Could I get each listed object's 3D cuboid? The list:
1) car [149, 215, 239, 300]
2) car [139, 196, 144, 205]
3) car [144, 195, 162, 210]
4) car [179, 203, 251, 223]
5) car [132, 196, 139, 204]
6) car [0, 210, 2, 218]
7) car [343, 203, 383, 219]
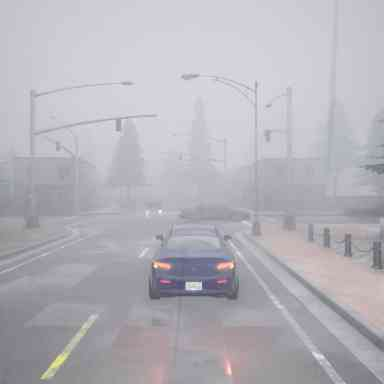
[{"bbox_3d":[0.042,1.526,8.280,1.812,1.442,4.674,0,0,0],"label":"car"},{"bbox_3d":[-6.675,1.318,52.996,2.097,1.767,4.553,0,0,-15],"label":"car"},{"bbox_3d":[-4.927,1.443,43.109,1.882,1.535,5.008,0,0,-6],"label":"car"},{"bbox_3d":[1.662,1.534,24.820,5.357,1.411,2.033,0,0,2],"label":"car"},{"bbox_3d":[-10.066,1.470,62.803,1.837,1.490,4.892,0,0,-23],"label":"car"},{"bbox_3d":[-17.181,1.462,25.331,5.008,1.535,1.882,0,0,2],"label":"car"},{"bbox_3d":[15.450,1.585,28.152,4.718,1.301,1.895,0,0,2],"label":"car"}]
